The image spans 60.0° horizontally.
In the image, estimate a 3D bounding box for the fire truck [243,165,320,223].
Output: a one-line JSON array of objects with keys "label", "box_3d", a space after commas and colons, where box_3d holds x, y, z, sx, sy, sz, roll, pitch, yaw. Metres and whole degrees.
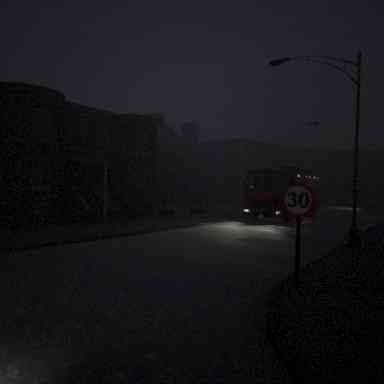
[{"label": "fire truck", "box_3d": [6.894, 0.087, 24.612, 2.891, 3.827, 8.468, 2, 1, 36]}]

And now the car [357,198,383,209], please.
[{"label": "car", "box_3d": [23.096, 1.415, 40.622, 5.357, 1.411, 2.033, 1, 1, -4]}]
